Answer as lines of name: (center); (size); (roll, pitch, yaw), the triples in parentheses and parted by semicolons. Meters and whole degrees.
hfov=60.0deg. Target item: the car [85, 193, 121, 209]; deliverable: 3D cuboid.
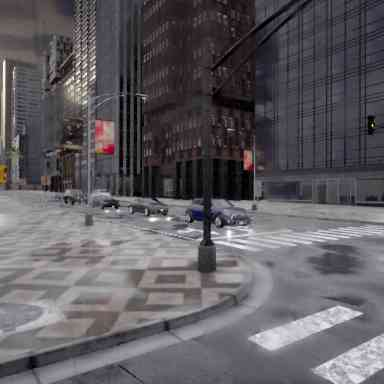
car: (-9.703, 1.095, 36.655); (2.033, 1.411, 5.357); (0, 1, -35)

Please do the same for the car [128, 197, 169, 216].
car: (-3.760, 1.182, 28.222); (1.837, 1.490, 4.892); (0, 1, -35)

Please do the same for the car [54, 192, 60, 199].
car: (-25.502, 0.699, 65.012); (2.033, 1.411, 5.357); (0, 1, -35)

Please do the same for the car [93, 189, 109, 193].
car: (-15.895, 0.541, 57.026); (2.150, 2.045, 5.566); (0, 1, -35)

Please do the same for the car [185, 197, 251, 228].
car: (1.531, 1.147, 20.724); (2.097, 1.767, 4.553); (0, 1, -35)

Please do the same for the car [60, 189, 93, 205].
car: (-15.840, 0.635, 45.419); (2.150, 2.045, 5.566); (0, 1, -35)
